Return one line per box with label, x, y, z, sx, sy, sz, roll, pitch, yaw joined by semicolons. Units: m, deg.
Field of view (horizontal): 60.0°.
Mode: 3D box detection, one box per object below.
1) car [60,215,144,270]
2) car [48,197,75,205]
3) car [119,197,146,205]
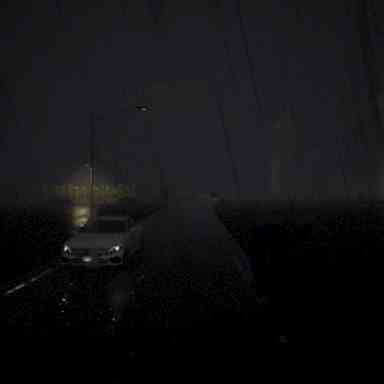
car;-2.763;1.526;11.217;1.812;1.442;4.674;0;0;1
car;-23.824;1.694;60.598;4.674;1.442;1.812;1;-1;-3
car;-10.996;1.585;61.158;4.902;1.511;2.128;0;-1;-2
